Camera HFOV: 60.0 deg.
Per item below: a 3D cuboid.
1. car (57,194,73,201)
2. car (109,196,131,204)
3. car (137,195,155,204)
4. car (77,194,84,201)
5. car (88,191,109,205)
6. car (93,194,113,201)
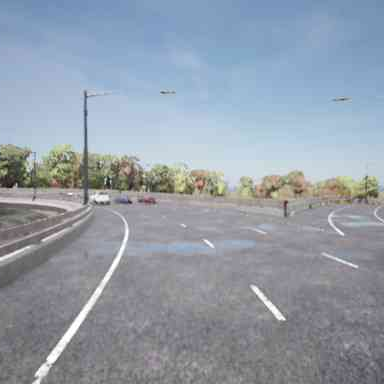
[{"bbox_3d":[-26.331,1.170,68.897,1.837,1.490,4.892,-1,1,-43],"label":"car"},{"bbox_3d":[-11.409,1.261,54.018,1.994,1.385,4.181,0,0,-30],"label":"car"},{"bbox_3d":[-7.485,1.204,54.264,1.812,1.442,4.674,0,0,-29],"label":"car"},{"bbox_3d":[-22.749,1.198,70.095,1.994,1.385,4.181,-1,0,-41],"label":"car"},{"bbox_3d":[-14.911,0.939,53.225,2.150,2.045,5.566,0,0,-31],"label":"car"},{"bbox_3d":[-19.034,1.161,71.084,2.033,1.411,5.357,-1,0,-41],"label":"car"}]
